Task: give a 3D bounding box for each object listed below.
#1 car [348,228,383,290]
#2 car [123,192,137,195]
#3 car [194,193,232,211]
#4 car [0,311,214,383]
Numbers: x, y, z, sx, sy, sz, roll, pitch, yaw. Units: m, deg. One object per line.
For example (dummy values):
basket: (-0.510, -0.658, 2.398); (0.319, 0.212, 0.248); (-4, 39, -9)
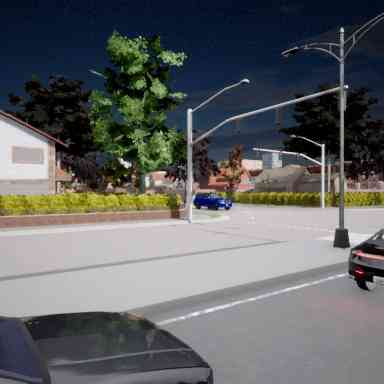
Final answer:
car: (5.592, 1.474, 7.733); (4.902, 1.511, 2.128); (0, 0, -35)
car: (-10.750, 1.069, 58.706); (2.150, 2.045, 5.566); (0, 1, -36)
car: (2.434, 1.120, 40.407); (2.150, 2.045, 5.566); (0, 0, -36)
car: (-2.342, 1.543, 2.073); (5.357, 1.411, 2.033); (0, 0, -36)
